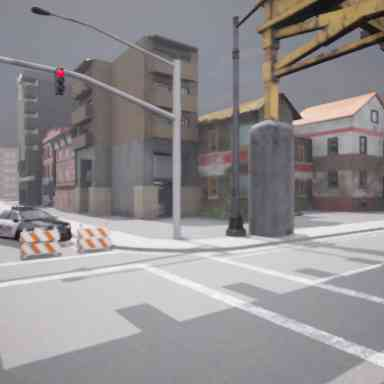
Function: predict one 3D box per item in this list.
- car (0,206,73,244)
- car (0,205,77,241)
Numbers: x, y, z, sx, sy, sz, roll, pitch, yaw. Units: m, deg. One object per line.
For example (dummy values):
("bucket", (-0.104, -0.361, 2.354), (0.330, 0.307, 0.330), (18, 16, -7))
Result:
("car", (-7.347, 1.448, 14.919), (4.974, 1.542, 2.038), (0, 0, 34))
("car", (-7.390, 1.291, 14.948), (4.536, 1.218, 1.853), (0, 0, 34))
